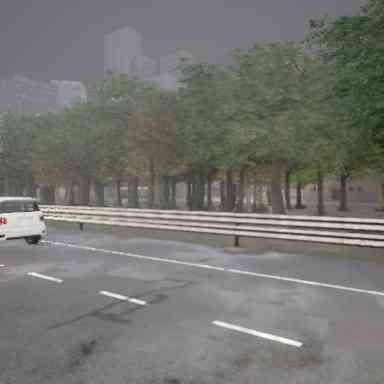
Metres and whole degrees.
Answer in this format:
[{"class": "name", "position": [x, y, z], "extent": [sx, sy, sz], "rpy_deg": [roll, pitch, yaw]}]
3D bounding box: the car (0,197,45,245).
[{"class": "car", "position": [-8.592, 1.230, 14.318], "extent": [5.566, 2.045, 2.150], "rpy_deg": [0, 0, 36]}]
